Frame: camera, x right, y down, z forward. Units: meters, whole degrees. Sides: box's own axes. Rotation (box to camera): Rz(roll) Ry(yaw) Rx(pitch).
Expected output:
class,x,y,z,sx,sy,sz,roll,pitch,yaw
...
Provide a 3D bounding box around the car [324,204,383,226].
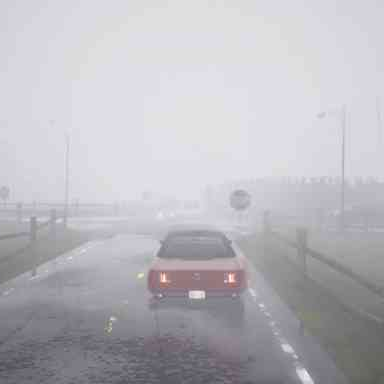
class,x,y,z,sx,sy,sz,roll,pitch,yaw
car,12.701,1.696,25.705,4.553,1.767,2.097,1,-1,-1

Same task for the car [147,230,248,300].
class,x,y,z,sx,sy,sz,roll,pitch,yaw
car,0.095,1.601,8.344,1.895,1.301,4.718,0,0,0

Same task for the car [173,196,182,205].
class,x,y,z,sx,sy,sz,roll,pitch,yaw
car,-2.881,1.571,49.387,2.033,1.411,5.357,0,0,0

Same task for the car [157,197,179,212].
class,x,y,z,sx,sy,sz,roll,pitch,yaw
car,-2.882,1.577,37.990,1.994,1.385,4.181,0,0,-1

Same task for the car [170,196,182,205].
class,x,y,z,sx,sy,sz,roll,pitch,yaw
car,-2.872,1.513,60.007,1.882,1.535,5.008,0,0,1

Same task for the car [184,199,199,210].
class,x,y,z,sx,sy,sz,roll,pitch,yaw
car,-0.004,1.619,44.171,1.895,1.301,4.718,0,0,1
